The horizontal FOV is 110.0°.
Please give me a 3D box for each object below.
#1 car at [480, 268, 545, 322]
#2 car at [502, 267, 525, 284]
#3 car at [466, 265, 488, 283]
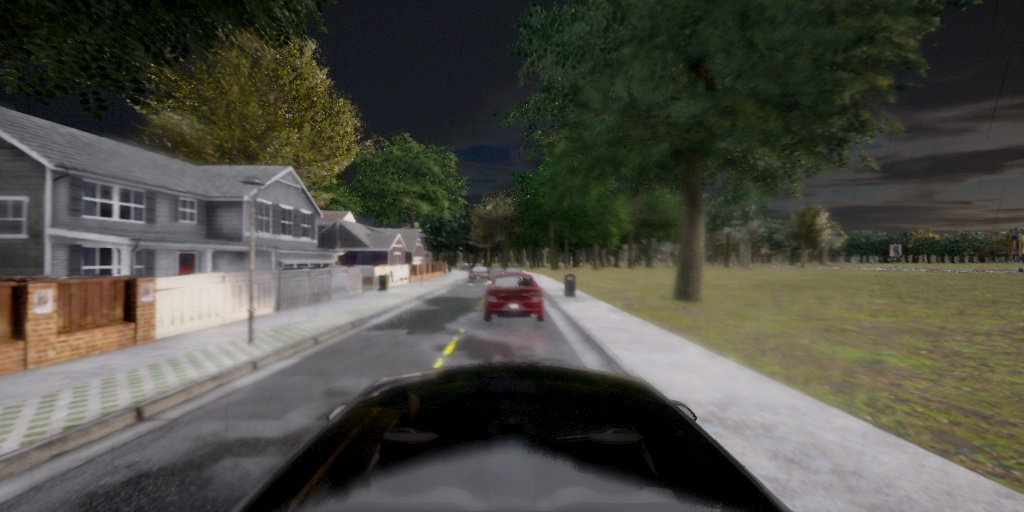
[{"bbox_3d":[0.089,1.357,12.982,1.882,1.535,5.008,0,-1,0],"label":"car"},{"bbox_3d":[0.099,1.724,32.276,1.895,1.301,4.718,0,-1,0],"label":"car"},{"bbox_3d":[-2.876,1.660,33.134,1.812,1.442,4.674,0,-1,0],"label":"car"}]
